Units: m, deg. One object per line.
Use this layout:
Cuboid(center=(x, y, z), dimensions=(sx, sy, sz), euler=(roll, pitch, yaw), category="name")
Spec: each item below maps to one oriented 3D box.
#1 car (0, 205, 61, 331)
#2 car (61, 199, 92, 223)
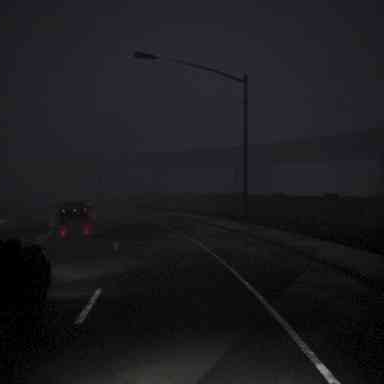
Cuboid(center=(-3.652, 1.239, 3.990), dimensions=(2.150, 2.045, 5.566), euler=(0, 0, -3), category="car")
Cuboid(center=(-9.734, 1.443, 26.943), dimensions=(2.097, 1.767, 4.553), euler=(-1, 0, -25), category="car")
